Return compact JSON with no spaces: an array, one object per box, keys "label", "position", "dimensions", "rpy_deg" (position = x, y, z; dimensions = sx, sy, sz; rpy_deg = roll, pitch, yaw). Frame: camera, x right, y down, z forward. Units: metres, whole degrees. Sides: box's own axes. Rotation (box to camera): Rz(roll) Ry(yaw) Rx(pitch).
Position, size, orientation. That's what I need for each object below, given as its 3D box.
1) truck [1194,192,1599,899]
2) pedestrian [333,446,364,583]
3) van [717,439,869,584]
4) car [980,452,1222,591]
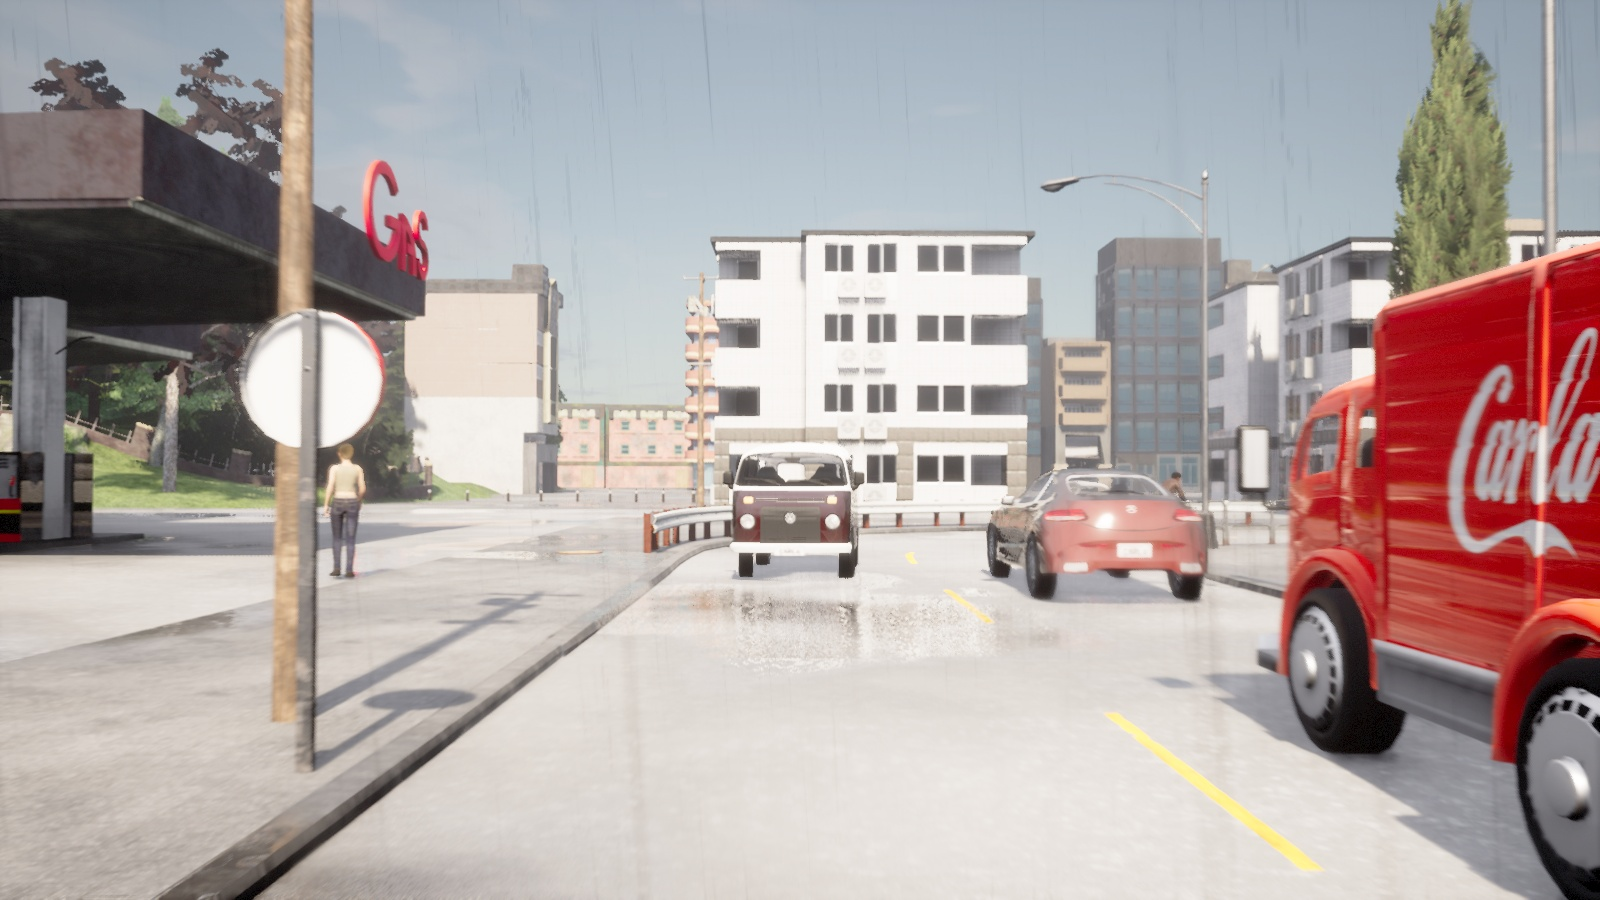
[{"label":"truck","position":[3.984,0.415,5.837],"dimensions":[2.627,2.467,5.204],"rpy_deg":[0,-2,0]},{"label":"pedestrian","position":[-6.202,0.872,17.255],"dimensions":[0.345,1.836,0.594],"rpy_deg":[0,-1,-24]},{"label":"van","position":[0.021,0.909,19.911],"dimensions":[2.069,2.038,4.480],"rpy_deg":[-1,-1,4]},{"label":"car","position":[3.957,0.905,17.541],"dimensions":[2.152,1.651,5.027],"rpy_deg":[0,-1,0]}]
